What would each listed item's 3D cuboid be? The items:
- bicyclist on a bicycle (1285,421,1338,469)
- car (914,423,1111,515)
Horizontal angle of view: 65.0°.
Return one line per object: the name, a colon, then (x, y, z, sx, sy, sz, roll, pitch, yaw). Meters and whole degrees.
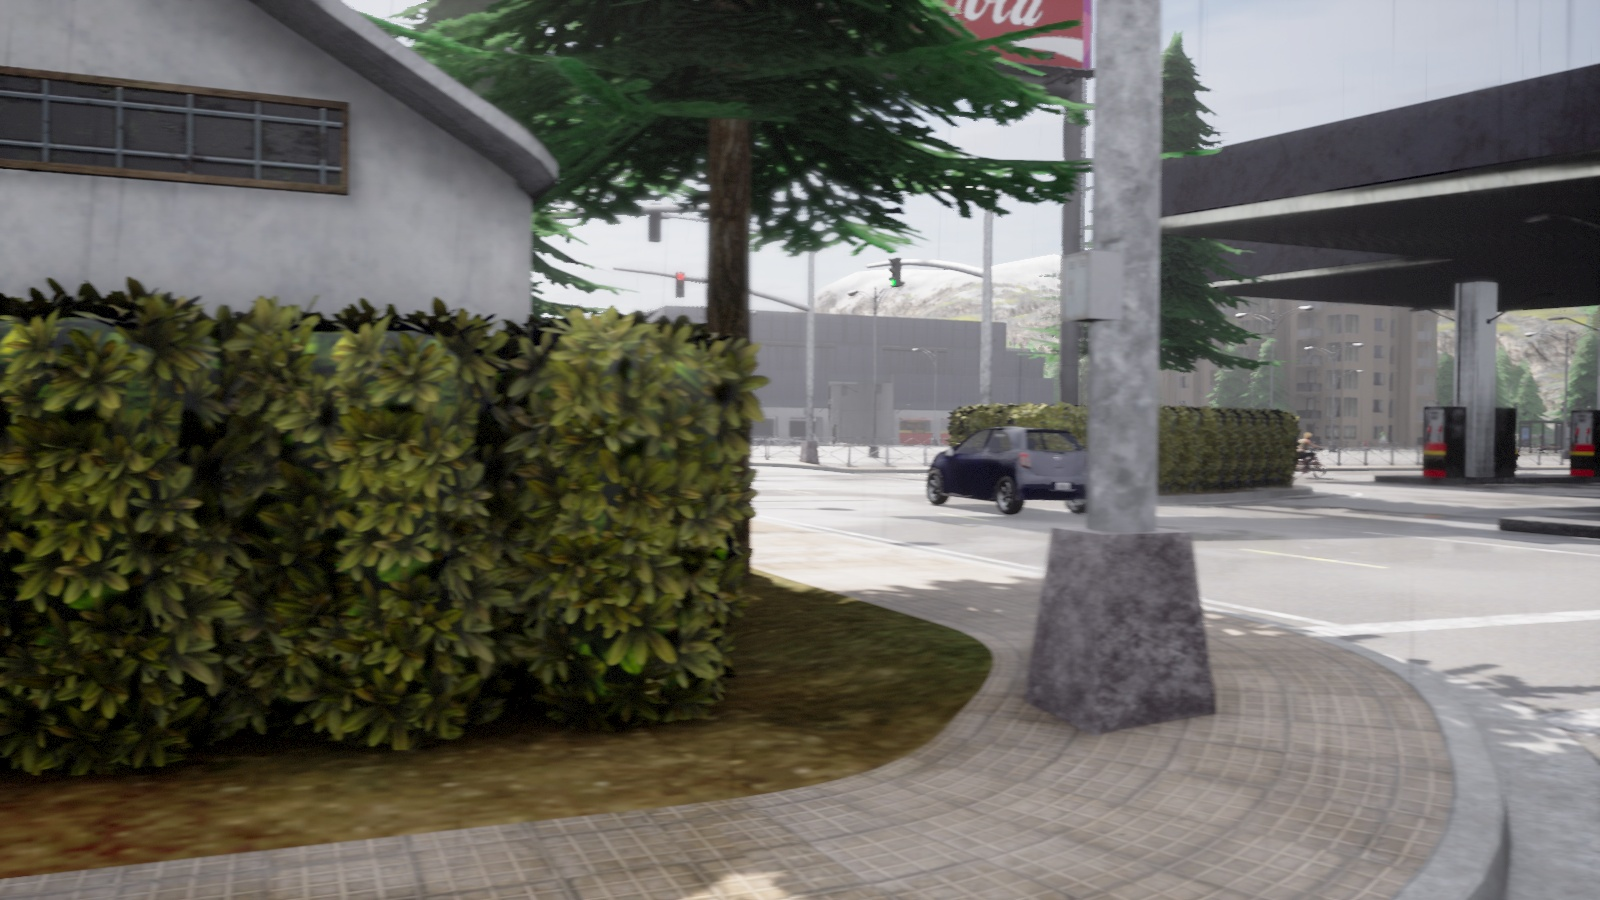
bicyclist on a bicycle: (17.724, -0.189, 43.525, 1.509, 1.612, 0.866, -1, 1, -22)
car: (3.743, 0.275, 22.711, 1.845, 1.501, 3.633, 0, 1, -23)
